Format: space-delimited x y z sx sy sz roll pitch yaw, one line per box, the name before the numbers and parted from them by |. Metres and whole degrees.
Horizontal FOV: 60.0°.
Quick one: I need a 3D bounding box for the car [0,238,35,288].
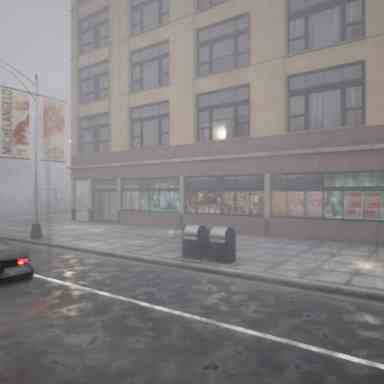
car | -6.032 1.549 8.165 5.357 1.411 2.033 0 0 35
